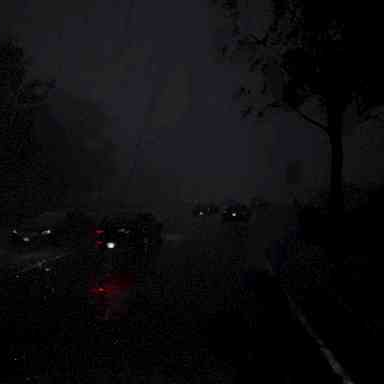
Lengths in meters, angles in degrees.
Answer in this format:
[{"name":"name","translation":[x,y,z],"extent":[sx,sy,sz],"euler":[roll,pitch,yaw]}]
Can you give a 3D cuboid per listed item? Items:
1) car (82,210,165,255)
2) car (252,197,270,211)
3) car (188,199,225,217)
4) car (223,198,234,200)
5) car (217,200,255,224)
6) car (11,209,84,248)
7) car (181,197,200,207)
[{"name":"car","translation":[-2.358,1.495,13.333],"extent":[1.837,1.490,4.892],"euler":[0,0,7]},{"name":"car","translation":[8.417,1.380,41.267],"extent":[2.097,1.767,4.553],"euler":[0,0,20]},{"name":"car","translation":[1.475,1.600,31.688],"extent":[1.895,1.301,4.718],"euler":[0,0,16]},{"name":"car","translation":[5.755,1.604,54.004],"extent":[1.895,1.301,4.718],"euler":[0,0,24]},{"name":"car","translation":[3.446,1.574,25.402],"extent":[1.994,1.385,4.181],"euler":[0,0,14]},{"name":"car","translation":[-5.902,1.503,14.823],"extent":[1.812,1.442,4.674],"euler":[0,0,8]},{"name":"car","translation":[0.043,1.455,49.329],"extent":[1.882,1.535,5.008],"euler":[0,0,22]}]
